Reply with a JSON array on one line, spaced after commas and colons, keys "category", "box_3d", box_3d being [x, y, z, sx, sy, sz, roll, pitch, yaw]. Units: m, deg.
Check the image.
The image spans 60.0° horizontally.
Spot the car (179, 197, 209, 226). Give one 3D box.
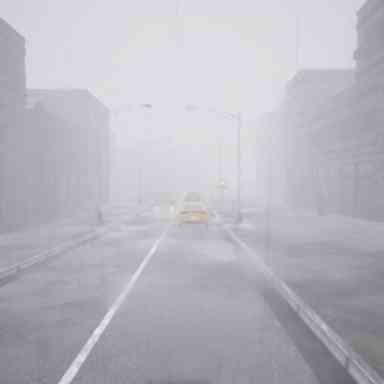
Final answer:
[{"category": "car", "box_3d": [0.099, 1.404, 22.679, 1.882, 1.535, 5.008, 0, 1, 0]}]

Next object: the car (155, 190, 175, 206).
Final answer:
[{"category": "car", "box_3d": [-3.092, 0.634, 39.207, 2.097, 1.767, 4.553, 0, 4, 0]}]

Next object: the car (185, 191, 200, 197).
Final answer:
[{"category": "car", "box_3d": [0.095, 0.617, 42.466, 1.994, 1.385, 4.181, 0, 5, 0]}]
